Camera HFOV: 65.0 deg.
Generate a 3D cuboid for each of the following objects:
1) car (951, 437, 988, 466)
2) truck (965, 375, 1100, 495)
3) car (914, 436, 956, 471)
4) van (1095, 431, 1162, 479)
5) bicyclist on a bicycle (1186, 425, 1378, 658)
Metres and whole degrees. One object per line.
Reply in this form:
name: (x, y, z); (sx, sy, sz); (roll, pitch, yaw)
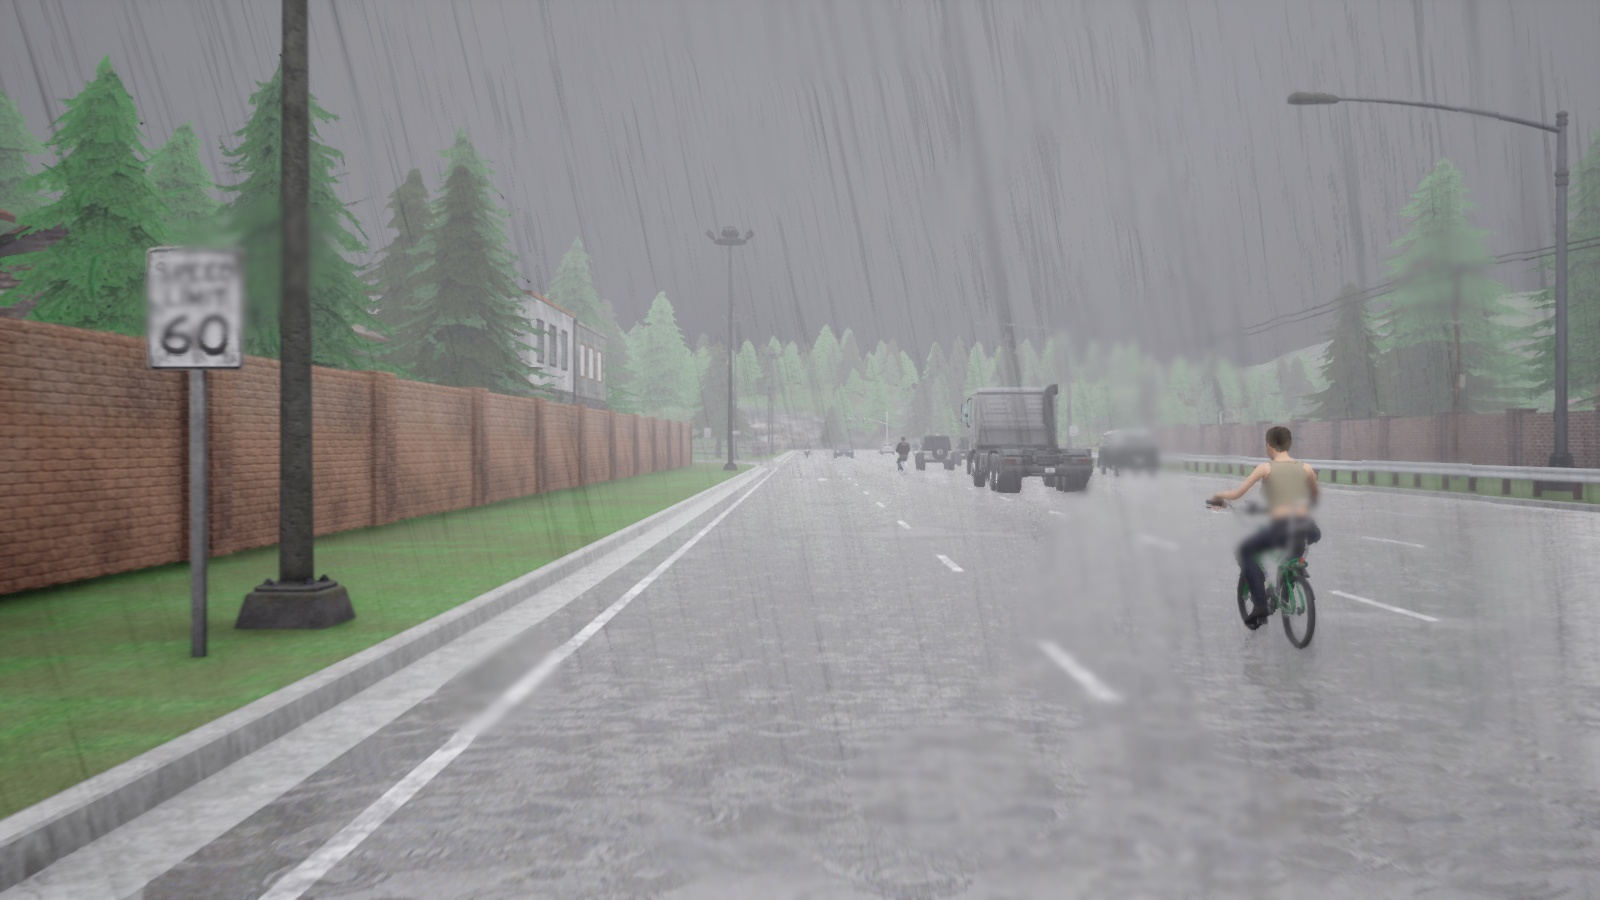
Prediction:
car: (10.975, 0.090, 81.652); (1.905, 1.878, 3.866); (0, 0, 0)
truck: (7.242, -0.457, 40.238); (2.891, 3.462, 7.936); (0, 0, 0)
car: (7.404, 0.158, 69.031); (1.905, 1.878, 3.866); (0, 0, 0)
van: (14.325, 0.200, 54.981); (1.775, 1.987, 4.442); (0, 0, 0)
bicyclist on a bicycle: (3.572, 0.633, 9.457); (0.866, 1.612, 1.509); (0, 0, 0)
